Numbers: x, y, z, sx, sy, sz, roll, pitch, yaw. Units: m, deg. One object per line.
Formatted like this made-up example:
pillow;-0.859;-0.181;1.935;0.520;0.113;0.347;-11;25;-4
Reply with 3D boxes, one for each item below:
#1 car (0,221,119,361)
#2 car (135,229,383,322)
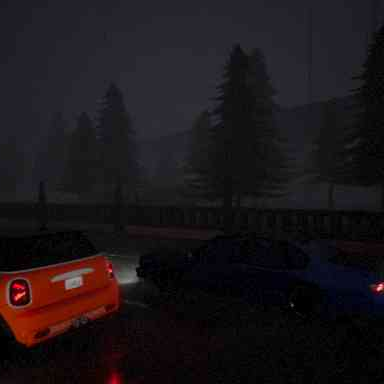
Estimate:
car;-3.531;1.352;6.009;4.553;1.767;2.097;0;0;32
car;1.303;1.535;7.165;5.357;1.411;2.033;0;0;33
